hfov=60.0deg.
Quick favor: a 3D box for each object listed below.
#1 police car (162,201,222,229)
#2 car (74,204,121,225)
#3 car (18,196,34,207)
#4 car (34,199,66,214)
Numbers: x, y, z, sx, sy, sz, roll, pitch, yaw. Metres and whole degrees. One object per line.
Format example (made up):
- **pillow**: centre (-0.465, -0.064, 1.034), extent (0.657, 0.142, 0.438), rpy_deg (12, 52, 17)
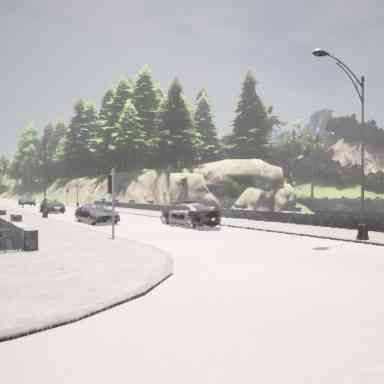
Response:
- **police car**: centre (-0.231, 1.431, 21.757), extent (1.930, 1.638, 5.238), rpy_deg (0, 0, -35)
- **car**: centre (-7.014, 1.552, 24.221), extent (2.033, 1.411, 5.357), rpy_deg (0, 0, -35)
- **car**: centre (-24.058, 1.350, 48.371), extent (2.033, 1.411, 5.357), rpy_deg (0, 0, -35)
- **car**: centre (-14.783, 1.493, 35.161), extent (2.128, 1.511, 4.902), rpy_deg (0, 0, -35)
